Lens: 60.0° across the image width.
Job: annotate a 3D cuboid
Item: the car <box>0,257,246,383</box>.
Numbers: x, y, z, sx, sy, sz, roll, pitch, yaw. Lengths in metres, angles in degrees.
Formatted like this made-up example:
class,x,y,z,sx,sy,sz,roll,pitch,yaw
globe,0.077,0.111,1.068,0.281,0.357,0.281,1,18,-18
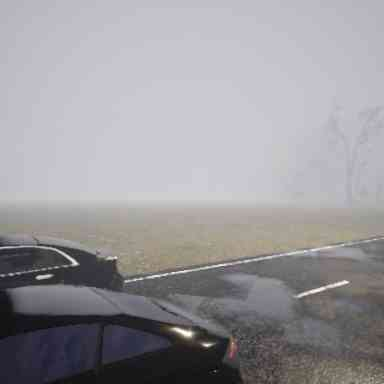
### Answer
class,x,y,z,sx,sy,sz,roll,pitch,yaw
car,-1.548,1.564,2.582,4.181,1.385,1.994,0,0,-35

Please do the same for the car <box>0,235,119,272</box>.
class,x,y,z,sx,sy,sz,roll,pitch,yaw
car,-3.485,1.505,5.191,4.892,1.490,1.837,0,0,-35
